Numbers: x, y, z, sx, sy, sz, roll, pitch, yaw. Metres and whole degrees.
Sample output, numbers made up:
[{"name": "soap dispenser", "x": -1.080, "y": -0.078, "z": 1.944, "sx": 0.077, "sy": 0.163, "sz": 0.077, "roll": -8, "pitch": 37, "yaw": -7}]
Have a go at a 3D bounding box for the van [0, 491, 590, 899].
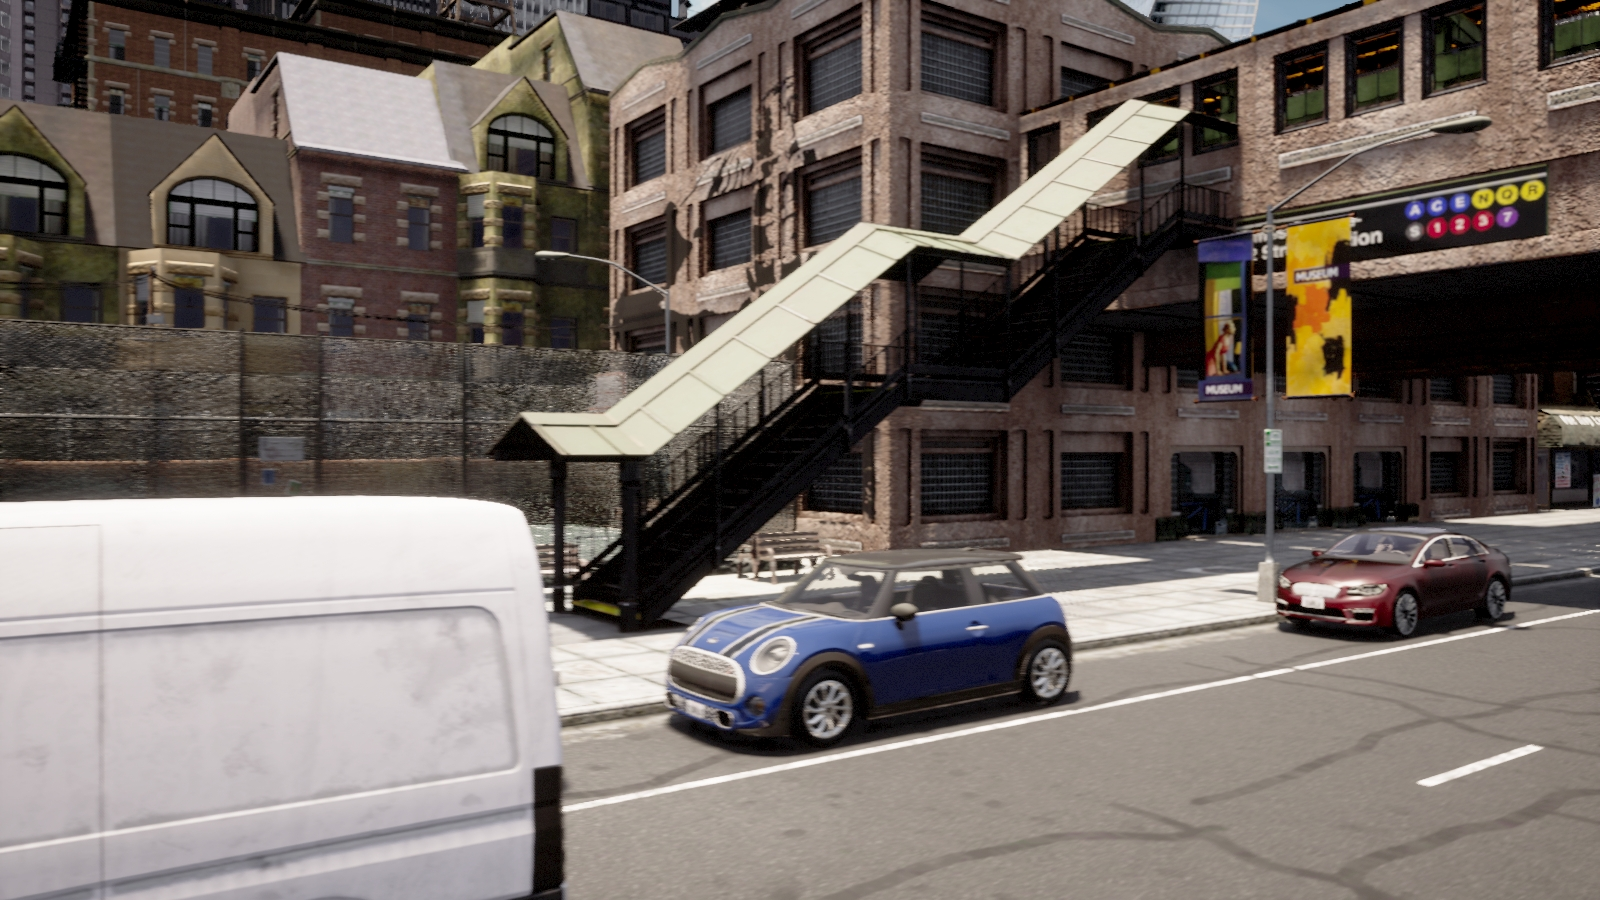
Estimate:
[{"name": "van", "x": -4.045, "y": 1.534, "z": 4.756, "sx": 5.915, "sy": 2.561, "sz": 1.988, "roll": 0, "pitch": 0, "yaw": -30}]
